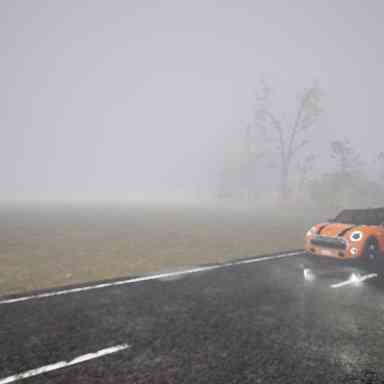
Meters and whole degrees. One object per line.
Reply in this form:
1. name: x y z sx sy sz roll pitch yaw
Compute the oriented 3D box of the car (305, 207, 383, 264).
1. car: 6.154 1.361 11.993 4.553 1.767 2.097 0 0 -35
